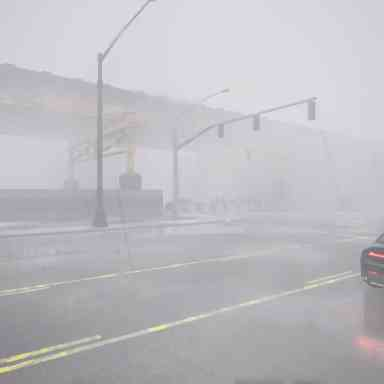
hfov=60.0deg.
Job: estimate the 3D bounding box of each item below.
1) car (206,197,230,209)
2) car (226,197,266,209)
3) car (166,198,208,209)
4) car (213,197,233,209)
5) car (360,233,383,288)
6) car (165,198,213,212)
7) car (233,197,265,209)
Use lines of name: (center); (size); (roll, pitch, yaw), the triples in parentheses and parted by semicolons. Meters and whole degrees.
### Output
car: (3.272, 1.295, 40.787); (1.853, 1.218, 4.536); (0, 0, 18)
car: (7.175, 1.452, 44.489); (4.974, 1.542, 2.038); (0, 0, -7)
car: (-0.546, 1.295, 38.068); (4.536, 1.218, 1.853); (0, 0, 8)
car: (3.256, 1.453, 40.738); (2.038, 1.542, 4.974); (0, 0, 18)
car: (5.958, 1.505, 7.995); (4.892, 1.490, 1.837); (0, 0, -35)
car: (-0.495, 1.453, 38.061); (4.974, 1.542, 2.038); (0, 0, 8)
car: (7.123, 1.295, 44.482); (4.536, 1.218, 1.853); (0, 0, -7)
